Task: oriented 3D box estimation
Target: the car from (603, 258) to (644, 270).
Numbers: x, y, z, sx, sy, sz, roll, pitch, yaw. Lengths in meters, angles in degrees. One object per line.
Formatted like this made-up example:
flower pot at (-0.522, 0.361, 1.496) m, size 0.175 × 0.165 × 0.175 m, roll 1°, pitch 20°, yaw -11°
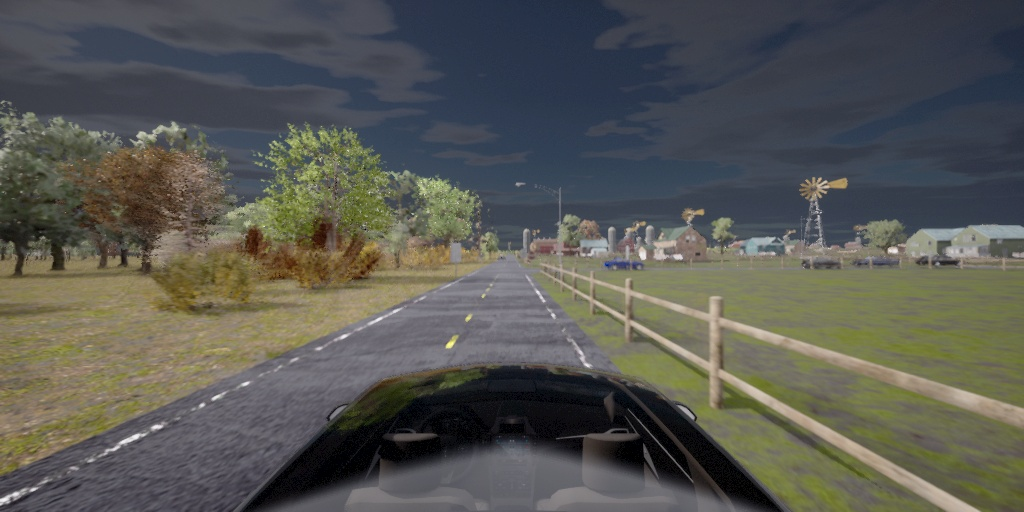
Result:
car at (14.073, 0.973, 45.194) m, size 5.008 × 1.535 × 1.882 m, roll 0°, pitch 0°, yaw -1°

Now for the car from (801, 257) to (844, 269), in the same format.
car at (39.492, 0.907, 45.626) m, size 4.674 × 1.442 × 1.812 m, roll 0°, pitch 0°, yaw -1°
